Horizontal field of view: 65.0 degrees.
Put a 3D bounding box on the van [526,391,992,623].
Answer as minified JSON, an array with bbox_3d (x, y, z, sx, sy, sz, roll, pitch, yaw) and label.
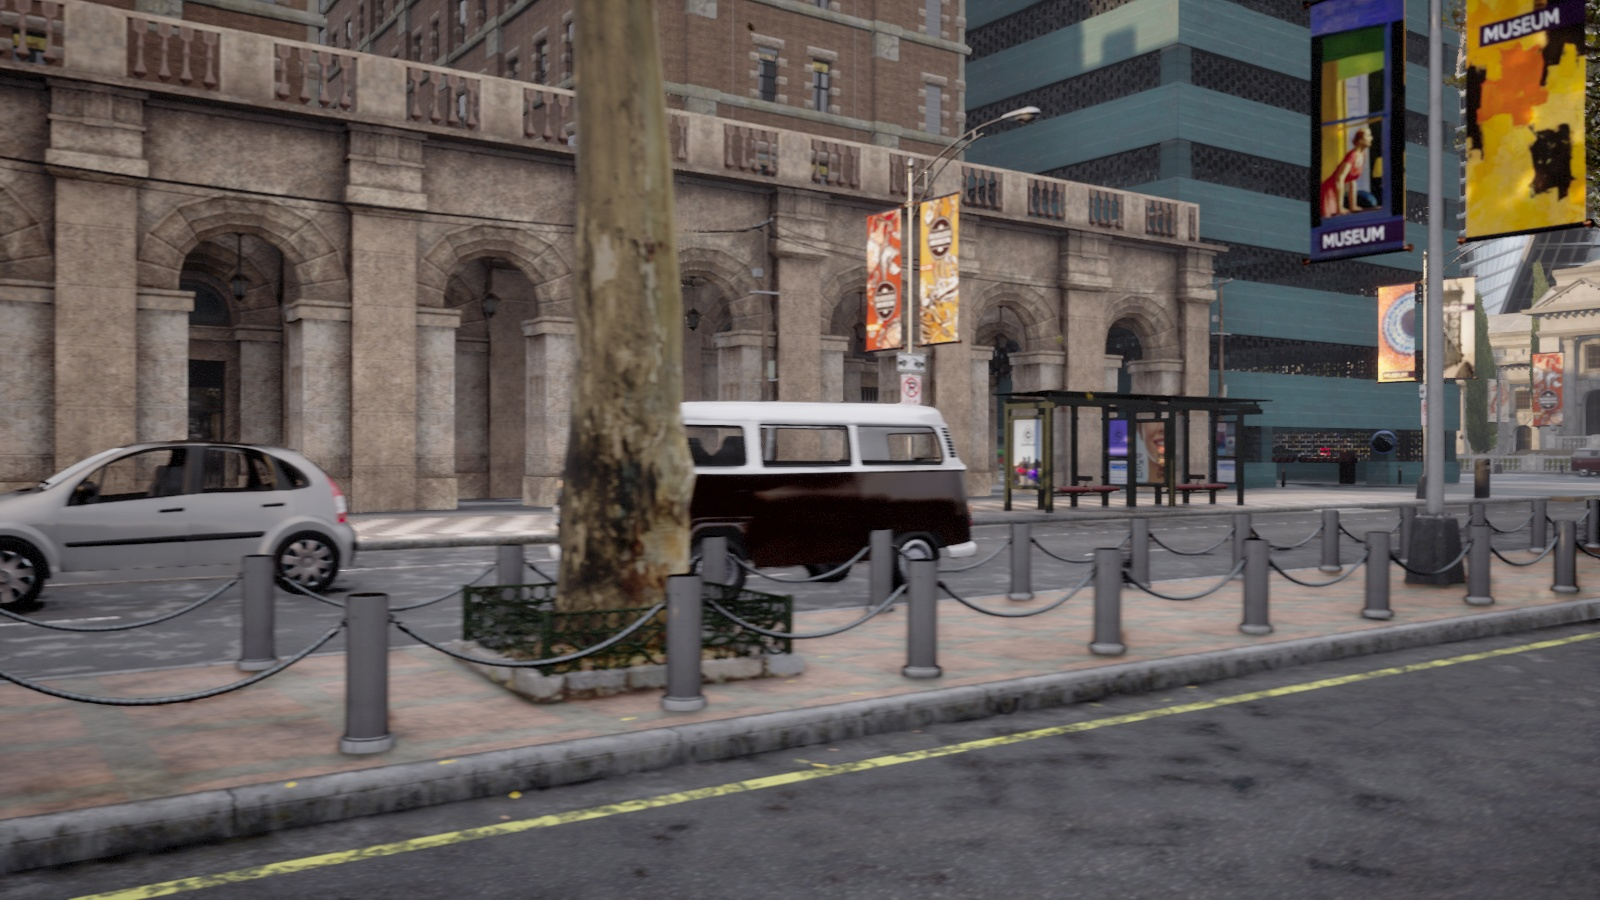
[{"bbox_3d":[-0.352,0.501,13.163,4.480,2.038,2.069,0,0,-35],"label":"van"}]

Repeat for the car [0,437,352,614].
[{"bbox_3d":[-6.891,0.689,12.874,3.988,1.617,1.851,0,0,-35],"label":"car"}]
